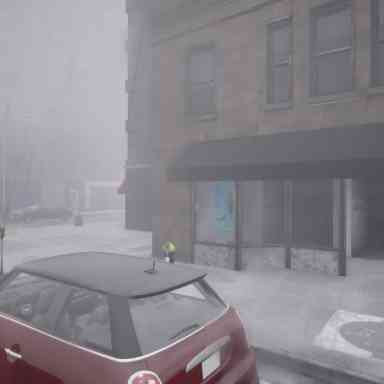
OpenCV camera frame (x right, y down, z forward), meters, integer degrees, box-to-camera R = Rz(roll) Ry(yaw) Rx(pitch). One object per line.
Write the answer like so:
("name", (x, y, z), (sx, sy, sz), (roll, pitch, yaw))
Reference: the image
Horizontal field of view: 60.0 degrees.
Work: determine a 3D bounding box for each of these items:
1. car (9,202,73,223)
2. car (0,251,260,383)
("car", (-11.376, 1.516, 25.385), (1.812, 1.442, 4.674), (0, 0, 37))
("car", (-1.418, 1.440, 3.864), (4.097, 1.590, 1.967), (0, 0, 36))
